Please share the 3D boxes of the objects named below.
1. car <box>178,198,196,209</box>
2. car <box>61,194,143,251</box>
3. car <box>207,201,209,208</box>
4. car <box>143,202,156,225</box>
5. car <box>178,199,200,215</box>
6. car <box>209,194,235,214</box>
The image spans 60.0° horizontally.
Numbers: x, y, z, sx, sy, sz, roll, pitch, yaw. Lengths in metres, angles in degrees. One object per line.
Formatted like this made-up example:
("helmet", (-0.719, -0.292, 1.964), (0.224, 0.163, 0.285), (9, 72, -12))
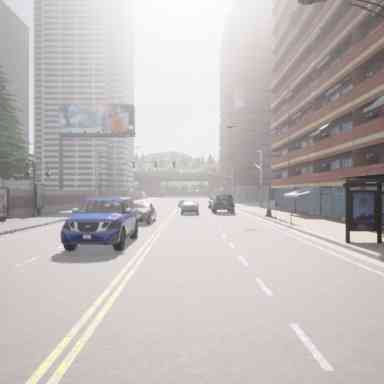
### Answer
("car", (-0.809, 1.601, 47.756), (1.895, 1.301, 4.718), (0, 0, -9))
("car", (-3.698, 1.222, 14.408), (2.150, 2.045, 5.566), (0, 0, 0))
("car", (3.173, 1.547, 46.065), (2.033, 1.411, 5.357), (0, 0, 0))
("car", (-3.707, 1.491, 24.158), (2.128, 1.511, 4.902), (0, 0, 0))
("car", (-0.207, 1.547, 34.421), (2.033, 1.411, 5.357), (0, 0, 0))
("car", (3.293, 1.221, 35.879), (2.150, 2.045, 5.566), (0, 0, 0))
